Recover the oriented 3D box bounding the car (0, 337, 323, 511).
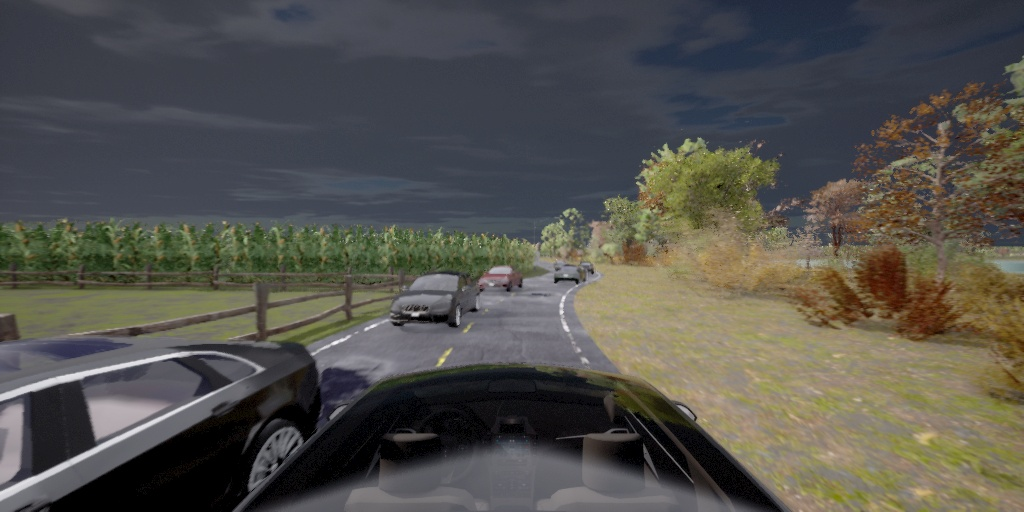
[{"bbox_3d":[-2.736,1.242,1.397,2.128,1.511,4.902,0,0,1],"label":"car"}]

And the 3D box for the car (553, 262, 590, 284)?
[{"bbox_3d":[4.623,1.376,28.136,1.994,1.385,4.181,0,0,20],"label":"car"}]

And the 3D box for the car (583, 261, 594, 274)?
[{"bbox_3d":[8.673,1.364,42.474,1.812,1.442,4.674,0,0,11],"label":"car"}]

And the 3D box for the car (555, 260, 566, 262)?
[{"bbox_3d":[6.831,1.335,50.521,2.128,1.511,4.902,0,0,5],"label":"car"}]

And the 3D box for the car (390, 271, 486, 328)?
[{"bbox_3d":[-2.266,1.274,11.652,1.837,1.490,4.892,0,0,5],"label":"car"}]

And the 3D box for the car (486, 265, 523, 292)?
[{"bbox_3d":[-0.552,1.311,21.881,1.812,1.442,4.674,0,0,15],"label":"car"}]
